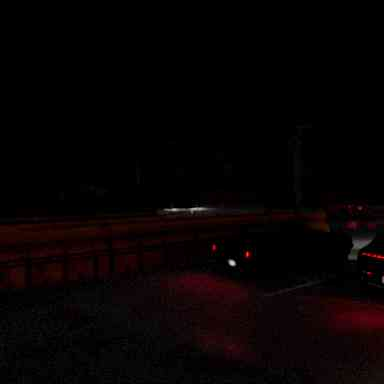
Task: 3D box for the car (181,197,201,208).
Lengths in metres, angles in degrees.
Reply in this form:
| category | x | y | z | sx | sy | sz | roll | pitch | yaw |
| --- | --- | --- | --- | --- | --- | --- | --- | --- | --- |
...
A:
| category | x | y | z | sx | sy | sz | roll | pitch | yaw |
| --- | --- | --- | --- | --- | --- | --- | --- | --- | --- |
| car | -0.928 | 1.465 | 46.060 | 2.033 | 1.411 | 5.357 | 0 | 0 | -35 |

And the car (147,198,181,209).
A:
| category | x | y | z | sx | sy | sz | roll | pitch | yaw |
| --- | --- | --- | --- | --- | --- | --- | --- | --- | --- |
| car | -4.124 | 1.476 | 44.502 | 2.033 | 1.411 | 5.357 | 0 | 0 | -35 |

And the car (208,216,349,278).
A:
| category | x | y | z | sx | sy | sz | roll | pitch | yaw |
| --- | --- | --- | --- | --- | --- | --- | --- | --- | --- |
| car | 2.871 | 1.576 | 10.085 | 4.718 | 1.301 | 1.895 | 0 | 0 | -35 |

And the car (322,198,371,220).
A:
| category | x | y | z | sx | sy | sz | roll | pitch | yaw |
| --- | --- | --- | --- | --- | --- | --- | --- | --- | --- |
| car | 12.707 | 1.273 | 27.601 | 2.097 | 1.767 | 4.553 | 0 | 0 | -5 |

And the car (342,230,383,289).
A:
| category | x | y | z | sx | sy | sz | roll | pitch | yaw |
| --- | --- | --- | --- | --- | --- | --- | --- | --- | --- |
| car | 5.827 | 1.478 | 7.893 | 4.892 | 1.490 | 1.837 | 0 | 0 | -35 |
